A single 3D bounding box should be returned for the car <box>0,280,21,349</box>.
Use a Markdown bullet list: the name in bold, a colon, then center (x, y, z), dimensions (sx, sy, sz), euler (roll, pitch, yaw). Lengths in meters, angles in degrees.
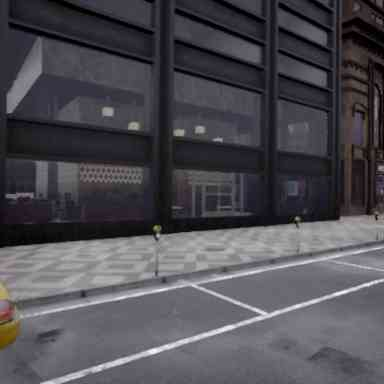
- **car**: center (-4.550, 1.518, 3.509), dimensions (4.829, 1.417, 1.752), euler (0, 0, -36)
